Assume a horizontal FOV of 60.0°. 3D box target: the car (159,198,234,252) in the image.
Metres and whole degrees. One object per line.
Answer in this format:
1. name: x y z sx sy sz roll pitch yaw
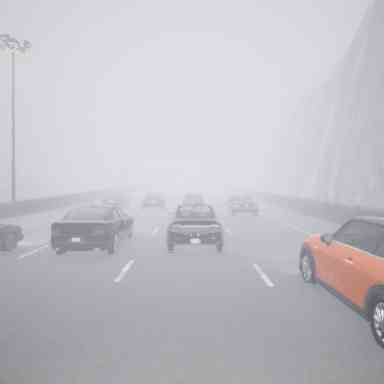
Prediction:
1. car: 0.104 1.190 12.392 2.128 1.511 4.902 0 1 0

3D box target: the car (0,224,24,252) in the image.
1. car: -6.896 1.322 9.387 2.033 1.411 5.357 0 1 0

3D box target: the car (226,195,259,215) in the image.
1. car: 3.608 0.897 24.548 2.033 1.411 5.357 0 2 0

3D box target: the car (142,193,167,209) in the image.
1. car: -3.391 0.729 30.371 1.994 1.385 4.181 0 2 0

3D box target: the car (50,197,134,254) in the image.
1. car: -3.396 1.181 12.185 1.882 1.535 5.008 0 1 0

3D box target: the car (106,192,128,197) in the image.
1. car: -6.891 0.726 30.471 1.994 1.385 4.181 0 2 0

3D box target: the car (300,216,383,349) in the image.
1. car: 3.602 1.210 6.056 2.097 1.767 4.553 0 1 0

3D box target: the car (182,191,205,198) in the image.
1. car: 0.109 0.674 29.845 2.128 1.511 4.902 0 2 0
